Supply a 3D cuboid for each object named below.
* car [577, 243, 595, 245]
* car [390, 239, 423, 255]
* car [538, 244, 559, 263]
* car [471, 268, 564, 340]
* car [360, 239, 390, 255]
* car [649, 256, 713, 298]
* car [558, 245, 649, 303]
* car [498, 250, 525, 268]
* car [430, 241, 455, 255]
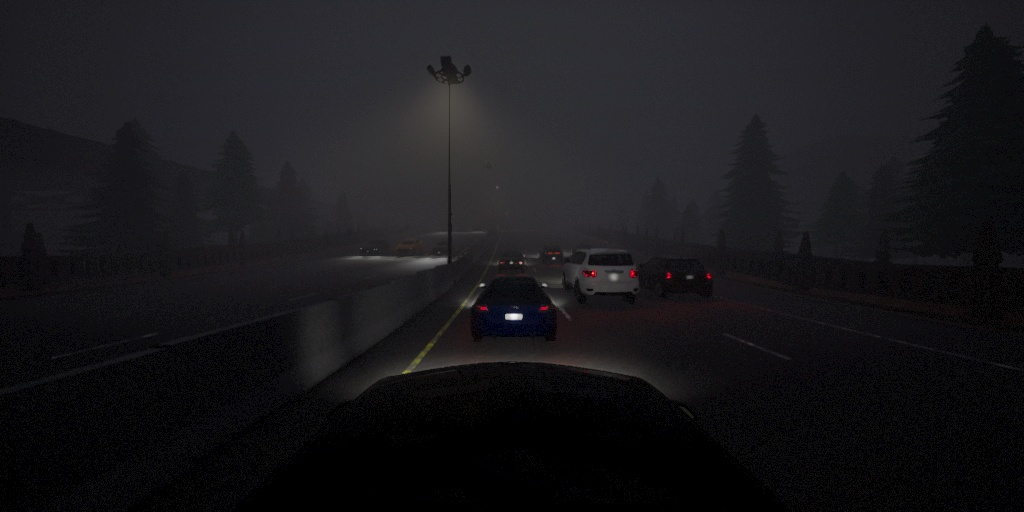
[{"bbox_3d":[6.954,-0.538,33.776,1.882,1.535,5.008,0,7,0],"label":"car"},{"bbox_3d":[-10.755,-1.030,37.742,1.882,1.535,5.008,0,7,0],"label":"car"},{"bbox_3d":[3.459,-0.324,32.128,1.837,1.490,4.892,0,6,0],"label":"car"},{"bbox_3d":[0.038,1.214,9.642,1.994,1.385,4.181,0,1,0],"label":"car"},{"bbox_3d":[-14.254,-1.002,37.717,1.837,1.490,4.892,0,7,0],"label":"car"},{"bbox_3d":[7.028,0.768,16.297,2.097,1.767,4.553,0,3,0],"label":"car"},{"bbox_3d":[3.535,0.687,15.137,2.150,2.045,5.566,0,2,0],"label":"car"},{"bbox_3d":[-0.028,0.292,26.249,2.033,1.411,5.357,0,5,0],"label":"car"},{"bbox_3d":[-7.256,-0.913,37.806,1.895,1.301,4.718,0,7,0],"label":"car"}]
